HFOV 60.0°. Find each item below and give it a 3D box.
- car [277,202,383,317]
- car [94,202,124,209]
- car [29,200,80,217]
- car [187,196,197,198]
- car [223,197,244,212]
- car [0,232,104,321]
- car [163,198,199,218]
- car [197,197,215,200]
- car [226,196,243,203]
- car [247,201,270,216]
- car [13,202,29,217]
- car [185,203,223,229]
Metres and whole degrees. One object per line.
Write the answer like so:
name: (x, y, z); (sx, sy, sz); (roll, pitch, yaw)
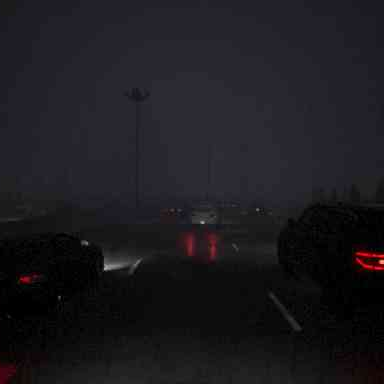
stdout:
car: (3.609, 1.238, 7.607); (2.150, 2.045, 5.566); (0, 0, 0)
car: (-8.031, 1.634, 32.670); (1.994, 1.385, 4.181); (0, 0, 13)
car: (-12.083, 1.564, 30.343); (2.128, 1.511, 4.902); (0, 0, 11)
car: (-0.055, 1.634, 69.275); (1.882, 1.535, 5.008); (0, 0, 31)
car: (4.883, 1.595, 39.511); (2.033, 1.411, 5.357); (0, 0, 19)
car: (-3.388, 1.580, 7.408); (1.994, 1.385, 4.181); (0, 0, 0)
car: (-1.140, 1.599, 30.923); (2.033, 1.411, 5.357); (0, 0, 13)
car: (3.507, 1.697, 68.362); (1.994, 1.385, 4.181); (-1, 0, 34)
car: (9.022, 1.638, 70.052); (1.994, 1.385, 4.181); (0, 0, 34)
car: (6.525, 1.597, 32.565); (1.994, 1.385, 4.181); (0, 0, 14)
car: (-15.198, 1.563, 32.580); (1.882, 1.535, 5.008); (0, 0, 12)
car: (0.892, 1.560, 21.826); (1.812, 1.442, 4.674); (0, 0, 7)
